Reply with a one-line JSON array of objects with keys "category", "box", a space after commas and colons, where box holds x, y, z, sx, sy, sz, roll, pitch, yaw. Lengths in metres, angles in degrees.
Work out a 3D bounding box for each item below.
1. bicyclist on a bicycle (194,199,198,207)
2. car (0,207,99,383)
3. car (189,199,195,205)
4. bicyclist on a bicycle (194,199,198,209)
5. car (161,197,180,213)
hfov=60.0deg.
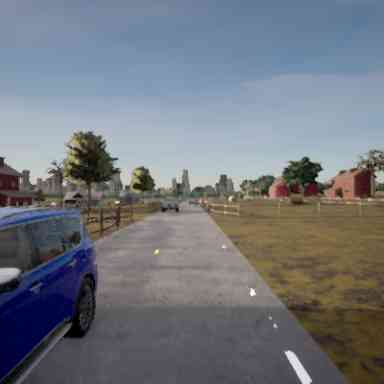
[{"category": "bicyclist on a bicycle", "box": [0.765, 2.236, 66.623, 0.866, 1.612, 1.509, 0, -2, 0]}, {"category": "car", "box": [-2.745, 1.245, 3.769, 2.150, 2.045, 5.566, 0, -1, 1]}, {"category": "car", "box": [0.015, 2.575, 84.825, 2.033, 1.411, 5.357, 0, -1, 0]}, {"category": "bicyclist on a bicycle", "box": [0.767, 2.089, 57.330, 0.582, 1.620, 1.656, 0, -1, 0]}, {"category": "car", "box": [-2.823, 1.660, 44.135, 2.150, 2.045, 5.566, 0, -1, 0]}]
